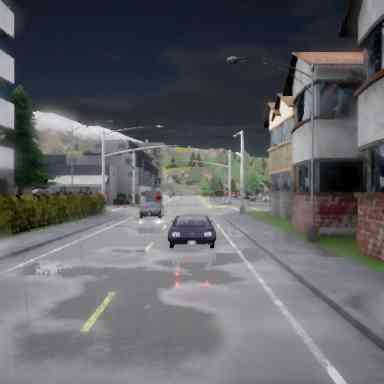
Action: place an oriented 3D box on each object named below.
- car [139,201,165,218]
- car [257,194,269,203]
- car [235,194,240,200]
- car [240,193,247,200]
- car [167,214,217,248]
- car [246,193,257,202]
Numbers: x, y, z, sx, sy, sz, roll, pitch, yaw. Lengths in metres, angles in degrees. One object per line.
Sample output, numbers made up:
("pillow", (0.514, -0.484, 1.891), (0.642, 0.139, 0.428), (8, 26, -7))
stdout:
("car", (-3.500, 1.558, 29.610), (1.837, 1.490, 4.892), (0, 0, 0))
("car", (14.489, 1.246, 60.655), (3.806, 1.475, 1.970), (0, 0, 0))
("car", (13.751, 1.111, 82.772), (4.605, 1.855, 1.932), (0, 0, 0))
("car", (14.164, 1.090, 79.867), (3.866, 1.878, 1.905), (0, 0, 0))
("car", (0.000, 1.614, 14.680), (1.895, 1.301, 4.718), (0, 0, 0))
("car", (14.165, 1.167, 67.072), (5.027, 1.636, 2.152), (0, 0, 0))
